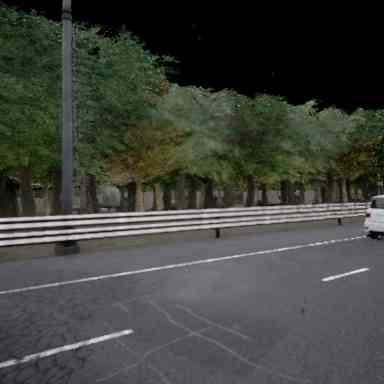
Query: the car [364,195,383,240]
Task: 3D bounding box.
[{"bbox_3d":[10.067,1.137,15.040,5.566,2.045,2.150,0,0,-34],"label":"car"}]
